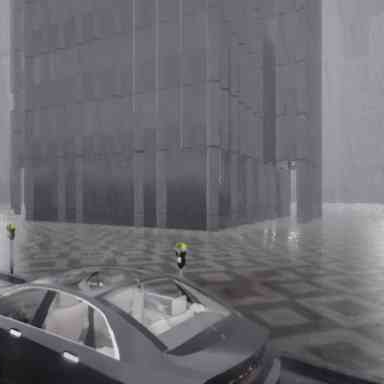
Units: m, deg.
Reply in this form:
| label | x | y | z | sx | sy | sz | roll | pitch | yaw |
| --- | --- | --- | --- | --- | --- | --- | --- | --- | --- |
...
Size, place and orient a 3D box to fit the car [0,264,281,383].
| label | x | y | z | sx | sy | sz | roll | pitch | yaw |
| --- | --- | --- | --- | --- | --- | --- | --- | --- | --- |
| car | -1.226 | 1.548 | 3.840 | 4.403 | 1.369 | 2.008 | 0 | 0 | 36 |
